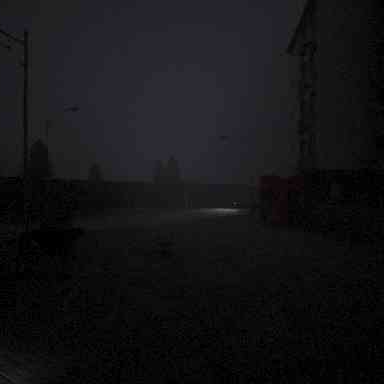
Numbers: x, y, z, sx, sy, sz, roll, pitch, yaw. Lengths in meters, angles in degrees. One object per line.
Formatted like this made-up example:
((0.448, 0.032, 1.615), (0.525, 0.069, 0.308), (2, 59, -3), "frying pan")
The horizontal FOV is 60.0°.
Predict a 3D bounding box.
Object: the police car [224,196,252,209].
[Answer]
((5.993, 1.352, 43.426), (2.038, 1.542, 4.974), (1, 0, 35), "police car")
